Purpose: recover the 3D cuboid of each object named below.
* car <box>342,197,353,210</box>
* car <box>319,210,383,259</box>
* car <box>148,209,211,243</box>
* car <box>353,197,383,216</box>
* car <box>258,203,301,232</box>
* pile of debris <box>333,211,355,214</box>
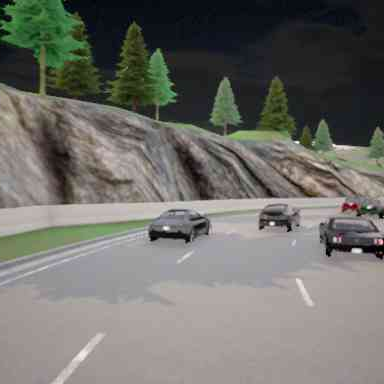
[{"bbox_3d":[18.146,1.329,35.980,4.553,1.767,2.097,0,0,-40],"label":"car"},{"bbox_3d":[5.971,1.590,12.780,1.895,1.301,4.718,0,0,18],"label":"car"},{"bbox_3d":[-0.452,1.491,15.930,1.994,1.385,4.181,0,0,19],"label":"car"},{"bbox_3d":[16.496,1.346,29.808,2.097,1.767,4.553,1,0,43],"label":"car"},{"bbox_3d":[5.401,1.457,20.244,1.837,1.490,4.892,0,0,26],"label":"car"},{"bbox_3d":[15.807,2.144,34.542,1.860,0.140,1.500,0,0,-42],"label":"pile of debris"}]
